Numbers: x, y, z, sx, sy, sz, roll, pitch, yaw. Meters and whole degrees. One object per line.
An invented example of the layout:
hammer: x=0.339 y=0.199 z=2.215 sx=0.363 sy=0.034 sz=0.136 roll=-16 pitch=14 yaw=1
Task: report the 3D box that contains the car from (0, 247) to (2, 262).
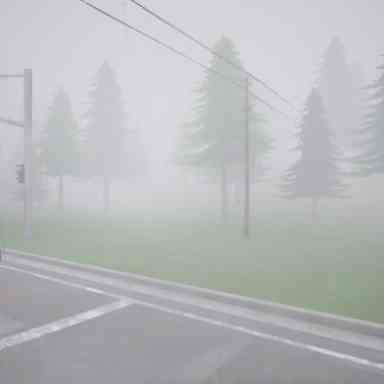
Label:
car: x=-7.296 y=1.604 z=9.192 sx=4.718 sy=1.301 sz=1.895 roll=0 pitch=0 yaw=35
